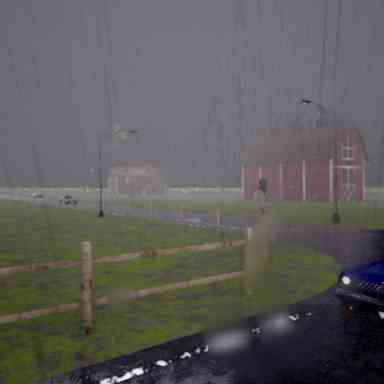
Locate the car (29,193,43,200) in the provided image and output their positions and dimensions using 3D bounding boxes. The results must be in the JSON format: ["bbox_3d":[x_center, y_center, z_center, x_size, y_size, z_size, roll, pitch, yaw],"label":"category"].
[{"bbox_3d":[-37.295,1.023,80.224,1.837,1.490,4.892,-2,1,-36],"label":"car"}]

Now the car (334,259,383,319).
[{"bbox_3d":[4.792,1.580,6.309,4.718,1.301,1.895,0,0,-35],"label":"car"}]

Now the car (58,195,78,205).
[{"bbox_3d":[-18.662,1.254,49.983,1.837,1.490,4.892,-2,1,-36],"label":"car"}]
